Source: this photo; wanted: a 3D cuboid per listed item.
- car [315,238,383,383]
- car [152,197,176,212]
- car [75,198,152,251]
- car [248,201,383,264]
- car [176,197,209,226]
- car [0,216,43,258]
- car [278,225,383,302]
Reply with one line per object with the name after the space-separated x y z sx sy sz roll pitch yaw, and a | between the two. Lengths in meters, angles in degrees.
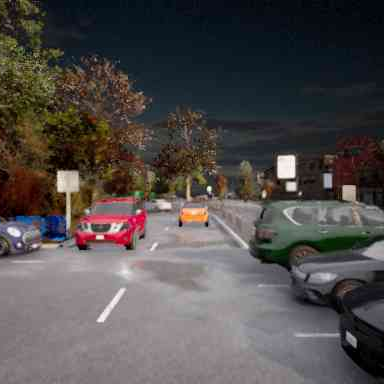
4.423 1.506 4.017 5.008 1.535 2.097 0 0 0 | car
-4.296 1.668 41.275 1.812 1.442 4.674 1 -1 -35 | car
-3.330 1.301 14.825 2.150 2.045 5.566 0 0 0 | car
4.451 1.285 9.671 5.566 2.045 2.435 0 0 0 | car
0.118 1.466 24.769 2.097 1.767 4.553 0 0 0 | car
-8.085 1.415 12.424 4.553 1.767 2.185 0 -1 0 | car
4.423 1.561 6.844 4.674 1.452 2.002 0 0 0 | car
